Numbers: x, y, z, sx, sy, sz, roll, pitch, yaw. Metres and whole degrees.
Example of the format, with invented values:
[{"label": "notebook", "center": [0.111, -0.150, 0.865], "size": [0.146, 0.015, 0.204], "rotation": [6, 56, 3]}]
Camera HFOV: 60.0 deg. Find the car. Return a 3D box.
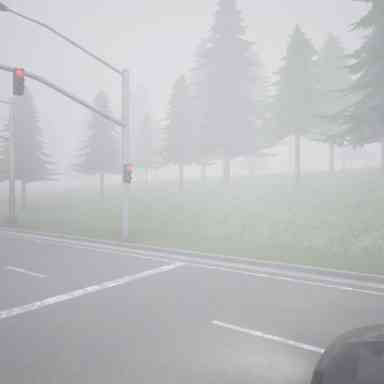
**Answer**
[{"label": "car", "center": [3.161, 1.505, 1.732], "size": [4.892, 1.490, 1.837], "rotation": [0, 0, 35]}]
